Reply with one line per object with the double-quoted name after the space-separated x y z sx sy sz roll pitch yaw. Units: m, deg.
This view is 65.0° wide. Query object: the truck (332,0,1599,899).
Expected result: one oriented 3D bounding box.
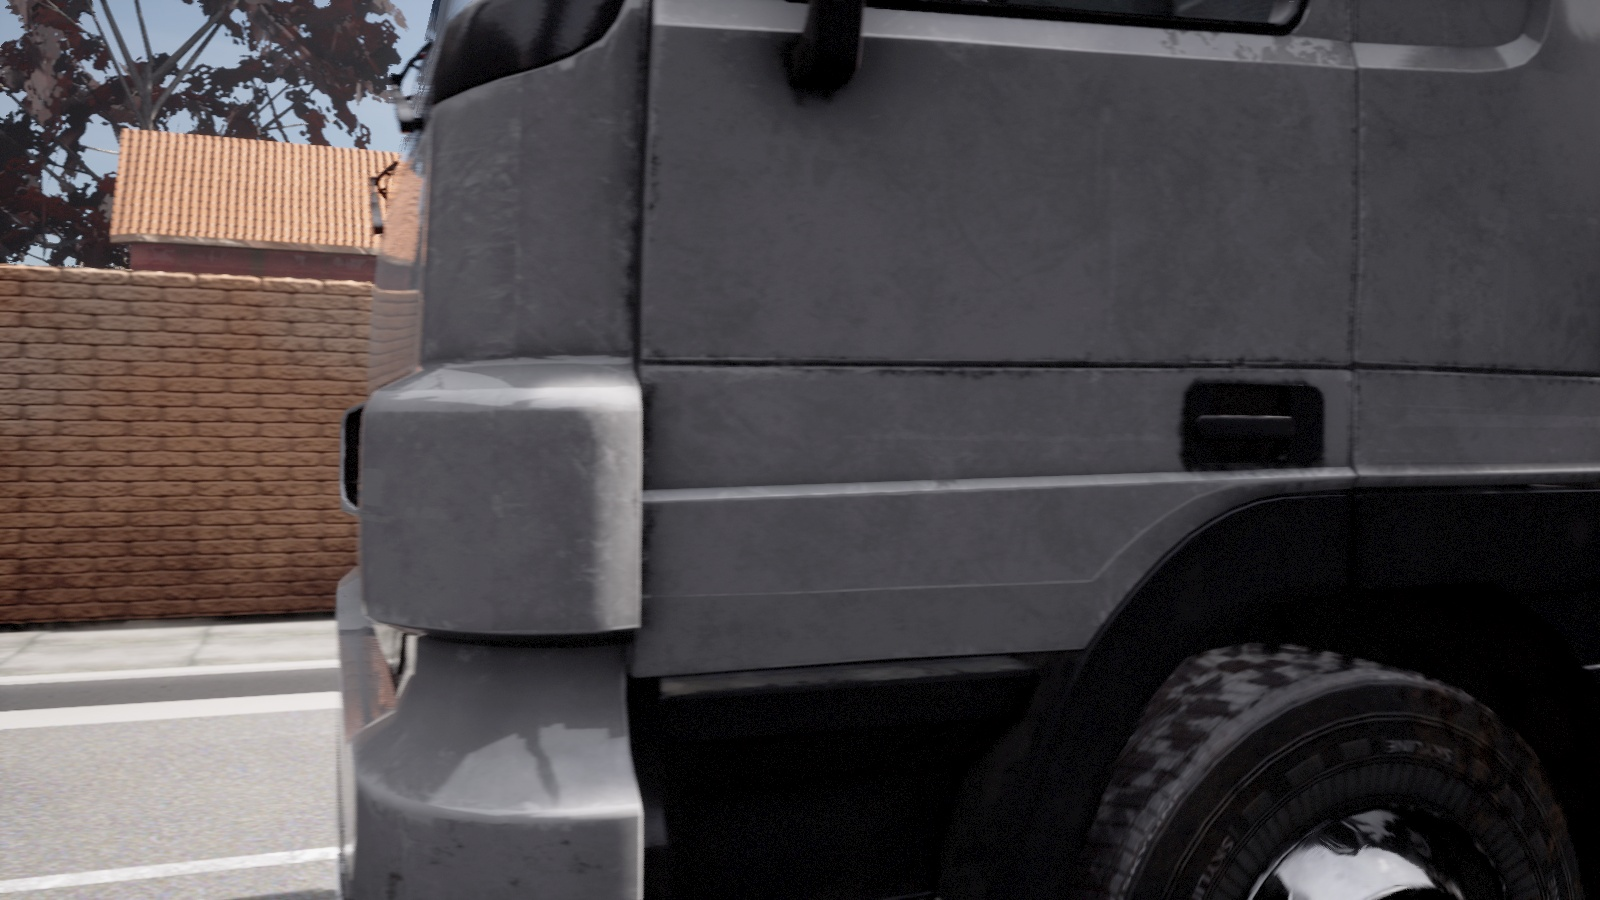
2.683 -0.283 4.246 7.936 3.462 2.891 -1 1 -21 "truck"
